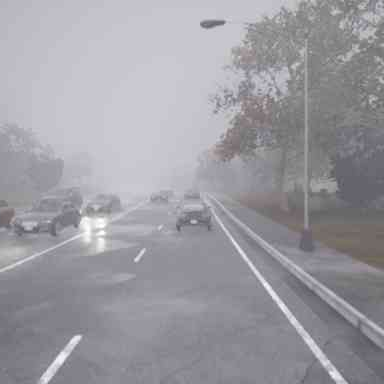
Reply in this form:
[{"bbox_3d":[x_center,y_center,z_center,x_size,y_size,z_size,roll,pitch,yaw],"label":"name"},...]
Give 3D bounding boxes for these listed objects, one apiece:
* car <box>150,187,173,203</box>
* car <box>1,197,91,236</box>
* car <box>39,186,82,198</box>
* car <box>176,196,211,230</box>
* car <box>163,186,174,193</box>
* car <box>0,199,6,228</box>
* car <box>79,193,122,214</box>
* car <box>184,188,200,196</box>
[{"bbox_3d":[-3.509,0.495,37.206,1.895,1.301,4.718,0,3,0],"label":"car"},{"bbox_3d":[-7.089,1.247,16.893,2.128,1.511,4.902,0,2,0],"label":"car"},{"bbox_3d":[-10.528,0.612,26.794,2.150,2.045,5.566,0,3,0],"label":"car"},{"bbox_3d":[0.096,1.224,18.771,1.812,1.442,4.674,0,2,0],"label":"car"},{"bbox_3d":[-3.667,-0.105,48.102,1.812,1.442,4.674,0,3,-3],"label":"car"},{"bbox_3d":[-10.588,1.128,16.146,2.097,1.767,4.553,0,2,0],"label":"car"},{"bbox_3d":[-7.028,0.877,26.943,2.128,1.511,4.902,0,3,1],"label":"car"},{"bbox_3d":[-0.018,0.175,43.137,1.994,1.385,4.181,0,3,-1],"label":"car"}]
